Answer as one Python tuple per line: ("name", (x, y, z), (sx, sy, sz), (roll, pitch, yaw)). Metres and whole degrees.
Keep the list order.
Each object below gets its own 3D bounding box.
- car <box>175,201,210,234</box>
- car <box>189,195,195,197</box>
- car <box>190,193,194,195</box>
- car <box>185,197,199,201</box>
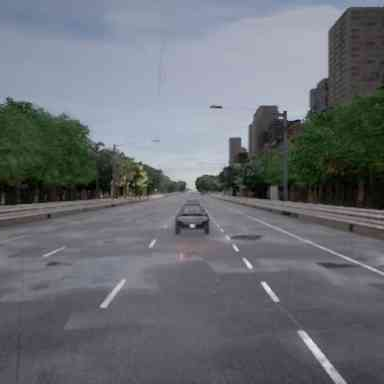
("car", (0.021, 1.522, 19.543), (2.128, 1.511, 4.902), (0, 0, 0))
("car", (0.062, 1.638, 52.681), (1.837, 1.490, 4.892), (0, 0, 0))
("car", (0.095, 1.684, 78.695), (1.837, 1.490, 4.892), (0, 0, 0))
("car", (0.037, 1.565, 34.680), (2.128, 1.511, 4.902), (0, 0, 0))
